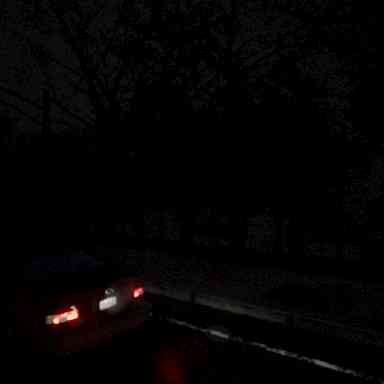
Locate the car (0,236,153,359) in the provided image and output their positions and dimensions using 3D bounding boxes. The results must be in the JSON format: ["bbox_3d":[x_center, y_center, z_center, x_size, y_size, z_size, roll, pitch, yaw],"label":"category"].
[{"bbox_3d":[-3.175,1.541,5.953,5.357,1.411,2.033,0,0,36],"label":"car"}]
